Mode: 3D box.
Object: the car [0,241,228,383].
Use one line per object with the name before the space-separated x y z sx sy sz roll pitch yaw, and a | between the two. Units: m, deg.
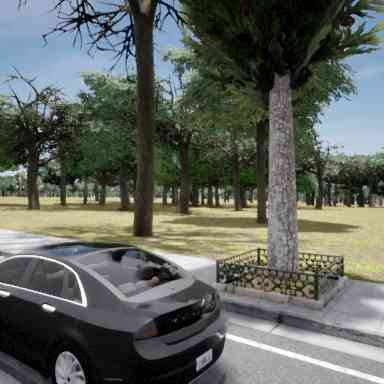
car | -1.831 1.503 4.910 4.892 1.490 1.837 0 0 36
